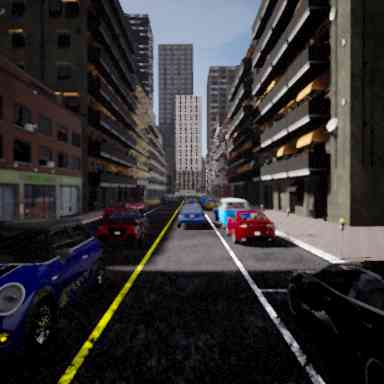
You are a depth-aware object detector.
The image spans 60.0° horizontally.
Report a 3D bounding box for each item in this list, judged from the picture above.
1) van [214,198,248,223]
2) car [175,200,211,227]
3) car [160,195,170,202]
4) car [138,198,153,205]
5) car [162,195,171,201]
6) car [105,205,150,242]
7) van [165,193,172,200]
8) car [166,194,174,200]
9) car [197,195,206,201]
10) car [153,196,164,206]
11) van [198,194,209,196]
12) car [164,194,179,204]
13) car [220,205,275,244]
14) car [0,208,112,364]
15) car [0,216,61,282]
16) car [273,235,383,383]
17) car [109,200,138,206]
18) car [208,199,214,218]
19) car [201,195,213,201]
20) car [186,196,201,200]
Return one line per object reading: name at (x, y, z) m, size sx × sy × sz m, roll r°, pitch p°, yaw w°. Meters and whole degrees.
van at (2.570, 1.307, 21.059) m, size 1.690 × 1.788 × 3.998 m, roll -1°, pitch 0°, yaw 0°
car at (-0.023, 1.517, 22.754) m, size 2.033 × 1.411 × 5.357 m, roll 0°, pitch 0°, yaw 0°
car at (-6.128, 1.477, 76.257) m, size 1.887 × 1.381 × 4.507 m, roll -1°, pitch 0°, yaw 0°
car at (-5.904, 1.548, 37.594) m, size 1.802 × 1.307 × 4.206 m, roll -1°, pitch 0°, yaw 0°
car at (-6.161, 1.474, 81.781) m, size 1.887 × 1.381 × 4.507 m, roll -1°, pitch 0°, yaw 0°
car at (-3.179, 1.549, 16.068) m, size 1.994 × 1.385 × 4.181 m, roll 0°, pitch 0°, yaw -1°
van at (-6.195, 1.266, 87.304) m, size 1.690 × 1.788 × 3.998 m, roll -1°, pitch 0°, yaw 0°
car at (-6.226, 1.362, 92.827) m, size 1.967 × 1.590 × 4.097 m, roll -1°, pitch 0°, yaw 0°
car at (2.220, 1.460, 81.816) m, size 2.008 × 1.369 × 4.403 m, roll -1°, pitch 0°, yaw 0°
car at (-6.000, 1.476, 53.994) m, size 1.752 × 1.417 × 4.829 m, roll -1°, pitch 0°, yaw 0°
van at (2.377, 1.272, 54.200) m, size 1.690 × 1.788 × 3.998 m, roll -1°, pitch 0°, yaw 0°
car at (-3.363, 1.490, 61.117) m, size 2.033 × 1.411 × 5.357 m, roll 0°, pitch 0°, yaw 0°
car at (2.604, 1.517, 15.536) m, size 1.887 × 1.381 × 4.507 m, roll -1°, pitch 0°, yaw 0°
car at (-3.123, 1.350, 6.090) m, size 2.097 × 1.767 × 4.553 m, roll 0°, pitch 0°, yaw 0°
car at (-5.745, 1.565, 9.977) m, size 1.947 × 1.339 × 4.313 m, roll -1°, pitch 0°, yaw 0°
car at (2.668, 1.553, 4.489) m, size 1.947 × 1.339 × 4.313 m, roll -1°, pitch 0°, yaw 0°
car at (-5.841, 1.523, 26.547) m, size 1.887 × 1.381 × 4.507 m, roll -1°, pitch 0°, yaw 0°
car at (2.540, 1.525, 26.583) m, size 1.947 × 1.339 × 4.313 m, roll -1°, pitch 0°, yaw 0°
car at (2.443, 1.466, 43.322) m, size 1.752 × 1.417 × 4.829 m, roll -1°, pitch 0°, yaw 0°
car at (-0.146, 1.546, 44.752) m, size 1.895 × 1.301 × 4.718 m, roll 0°, pitch 0°, yaw 0°
